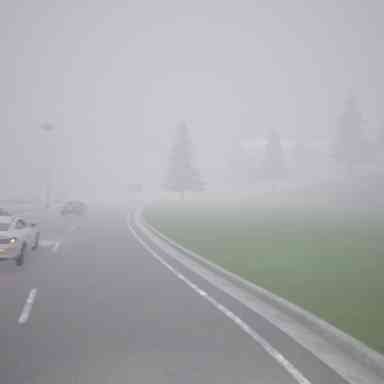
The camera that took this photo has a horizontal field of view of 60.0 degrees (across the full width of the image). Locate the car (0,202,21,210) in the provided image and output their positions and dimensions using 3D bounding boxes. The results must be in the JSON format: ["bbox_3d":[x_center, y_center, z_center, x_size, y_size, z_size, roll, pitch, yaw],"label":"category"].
[{"bbox_3d":[-12.597,1.588,20.535,2.033,1.411,5.357,-1,0,-13],"label":"car"}]

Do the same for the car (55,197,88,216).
[{"bbox_3d":[-11.296,1.529,32.150,2.033,1.411,5.357,-1,0,-10],"label":"car"}]

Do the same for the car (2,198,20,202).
[{"bbox_3d":[-32.373,1.672,60.236,1.895,1.301,4.718,-1,0,-3],"label":"car"}]

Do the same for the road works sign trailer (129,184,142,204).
[{"bbox_3d":[-10.444,0.319,61.922,2.380,3.560,2.880,-1,0,-3],"label":"road works sign trailer"}]

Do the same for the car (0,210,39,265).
[{"bbox_3d":[-6.465,1.543,11.334,1.812,1.442,4.674,-1,0,-17],"label":"car"}]

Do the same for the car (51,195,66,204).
[{"bbox_3d":[-25.585,1.348,64.232,2.097,1.767,4.553,-1,0,-3],"label":"car"}]

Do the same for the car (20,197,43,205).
[{"bbox_3d":[-28.894,1.599,60.616,1.994,1.385,4.181,-1,0,-3],"label":"car"}]
